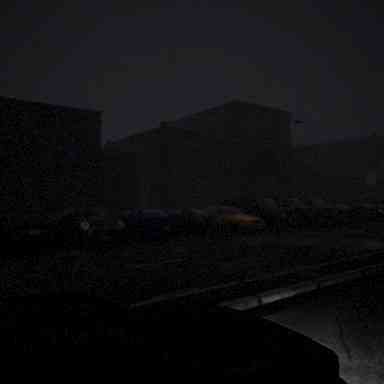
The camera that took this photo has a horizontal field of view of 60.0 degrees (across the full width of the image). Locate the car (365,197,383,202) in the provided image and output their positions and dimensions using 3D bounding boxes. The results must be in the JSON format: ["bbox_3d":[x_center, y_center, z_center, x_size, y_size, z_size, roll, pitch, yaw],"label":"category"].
[{"bbox_3d":[15.376,1.598,29.927,2.185,1.767,4.553,1,-1,-36],"label":"car"}]

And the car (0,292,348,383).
[{"bbox_3d":[-1.130,1.548,2.326,5.357,1.411,2.033,0,0,-36],"label":"car"}]

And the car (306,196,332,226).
[{"bbox_3d":[6.453,1.305,23.465,2.435,2.045,5.566,1,0,-36],"label":"car"}]

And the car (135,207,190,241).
[{"bbox_3d":[-2.524,1.493,17.066,2.097,1.535,5.008,0,0,-36],"label":"car"}]

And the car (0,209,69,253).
[{"bbox_3d":[-7.029,1.514,13.883,2.163,1.488,4.792,0,0,-36],"label":"car"}]

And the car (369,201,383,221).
[{"bbox_3d":[13.133,1.704,28.319,2.163,1.488,4.792,1,-1,-36],"label":"car"}]

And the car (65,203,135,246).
[{"bbox_3d":[-4.787,1.364,15.490,2.185,1.767,4.553,0,0,-36],"label":"car"}]

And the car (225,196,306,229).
[{"bbox_3d":[4.210,1.282,21.860,2.435,2.045,5.566,1,0,-36],"label":"car"}]

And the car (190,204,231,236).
[{"bbox_3d":[-0.286,1.542,18.672,2.002,1.452,4.674,0,0,-36],"label":"car"}]

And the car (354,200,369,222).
[{"bbox_3d":[10.917,1.627,26.689,2.097,1.535,5.008,1,-1,-36],"label":"car"}]

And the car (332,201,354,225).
[{"bbox_3d":[8.691,1.339,25.067,2.435,2.045,5.566,1,-1,-36],"label":"car"}]

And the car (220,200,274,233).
[{"bbox_3d":[2.063,1.510,20.128,1.946,1.575,5.366,0,0,-36],"label":"car"}]
